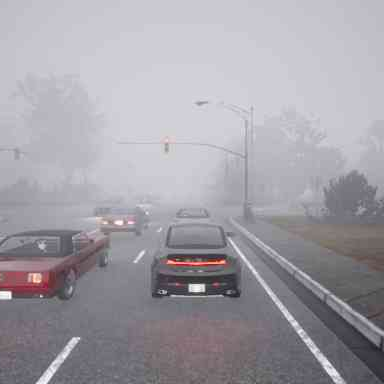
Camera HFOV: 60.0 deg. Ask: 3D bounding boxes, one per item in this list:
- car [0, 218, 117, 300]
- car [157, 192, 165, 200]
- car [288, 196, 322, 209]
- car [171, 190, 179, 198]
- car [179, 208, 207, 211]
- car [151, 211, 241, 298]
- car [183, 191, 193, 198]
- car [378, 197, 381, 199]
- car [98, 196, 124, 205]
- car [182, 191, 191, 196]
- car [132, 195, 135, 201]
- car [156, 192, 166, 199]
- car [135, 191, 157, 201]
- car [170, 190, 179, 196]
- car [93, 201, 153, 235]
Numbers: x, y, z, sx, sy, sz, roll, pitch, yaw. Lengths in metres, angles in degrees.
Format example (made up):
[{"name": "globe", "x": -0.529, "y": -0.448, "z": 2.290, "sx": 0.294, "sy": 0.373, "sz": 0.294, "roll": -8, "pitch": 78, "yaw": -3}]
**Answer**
[{"name": "car", "x": -3.421, "y": 1.569, "z": 8.246, "sx": 1.895, "sy": 1.301, "sz": 4.718, "roll": 0, "pitch": 0, "yaw": 0}, {"name": "car", "x": -7.224, "y": 0.795, "z": 69.141, "sx": 2.097, "sy": 1.767, "sz": 4.553, "roll": 0, "pitch": 1, "yaw": -1}, {"name": "car", "x": 13.633, "y": 1.212, "z": 38.484, "sx": 4.902, "sy": 1.511, "sz": 2.128, "roll": 0, "pitch": 0, "yaw": -3}, {"name": "car", "x": -4.217, "y": 0.752, "z": 84.807, "sx": 2.128, "sy": 1.511, "sz": 4.902, "roll": 0, "pitch": 1, "yaw": -4}, {"name": "car", "x": 0.064, "y": 1.494, "z": 17.742, "sx": 1.895, "sy": 1.301, "sz": 4.718, "roll": 0, "pitch": 0, "yaw": 0}, {"name": "car", "x": 0.080, "y": 1.472, "z": 8.429, "sx": 1.837, "sy": 1.490, "sz": 4.892, "roll": 0, "pitch": 0, "yaw": 0}, {"name": "car", "x": -0.745, "y": 0.772, "z": 85.347, "sx": 1.994, "sy": 1.385, "sz": 4.181, "roll": 0, "pitch": 1, "yaw": -4}, {"name": "car", "x": 24.301, "y": 0.937, "z": 39.114, "sx": 5.566, "sy": 2.045, "sz": 2.150, "roll": 0, "pitch": 0, "yaw": -3}, {"name": "car", "x": -7.177, "y": 1.363, "z": 29.022, "sx": 1.994, "sy": 1.385, "sz": 4.181, "roll": 0, "pitch": 0, "yaw": 0}, {"name": "car", "x": -1.506, "y": 0.452, "z": 95.224, "sx": 2.033, "sy": 1.411, "sz": 5.357, "roll": 0, "pitch": 1, "yaw": -7}, {"name": "car", "x": -10.721, "y": 1.035, "z": 66.693, "sx": 1.994, "sy": 1.385, "sz": 4.181, "roll": 0, "pitch": 1, "yaw": 0}, {"name": "car", "x": -7.545, "y": 0.827, "z": 81.105, "sx": 2.033, "sy": 1.411, "sz": 5.357, "roll": 0, "pitch": 1, "yaw": -2}, {"name": "car", "x": -7.156, "y": 1.101, "z": 51.763, "sx": 2.128, "sy": 1.511, "sz": 4.902, "roll": 0, "pitch": 0, "yaw": -2}, {"name": "car", "x": -4.986, "y": 0.270, "z": 94.854, "sx": 2.097, "sy": 1.767, "sz": 4.553, "roll": 0, "pitch": 1, "yaw": -7}, {"name": "car", "x": -3.462, "y": 1.440, "z": 17.835, "sx": 2.033, "sy": 1.411, "sz": 5.357, "roll": 0, "pitch": 0, "yaw": -1}]
